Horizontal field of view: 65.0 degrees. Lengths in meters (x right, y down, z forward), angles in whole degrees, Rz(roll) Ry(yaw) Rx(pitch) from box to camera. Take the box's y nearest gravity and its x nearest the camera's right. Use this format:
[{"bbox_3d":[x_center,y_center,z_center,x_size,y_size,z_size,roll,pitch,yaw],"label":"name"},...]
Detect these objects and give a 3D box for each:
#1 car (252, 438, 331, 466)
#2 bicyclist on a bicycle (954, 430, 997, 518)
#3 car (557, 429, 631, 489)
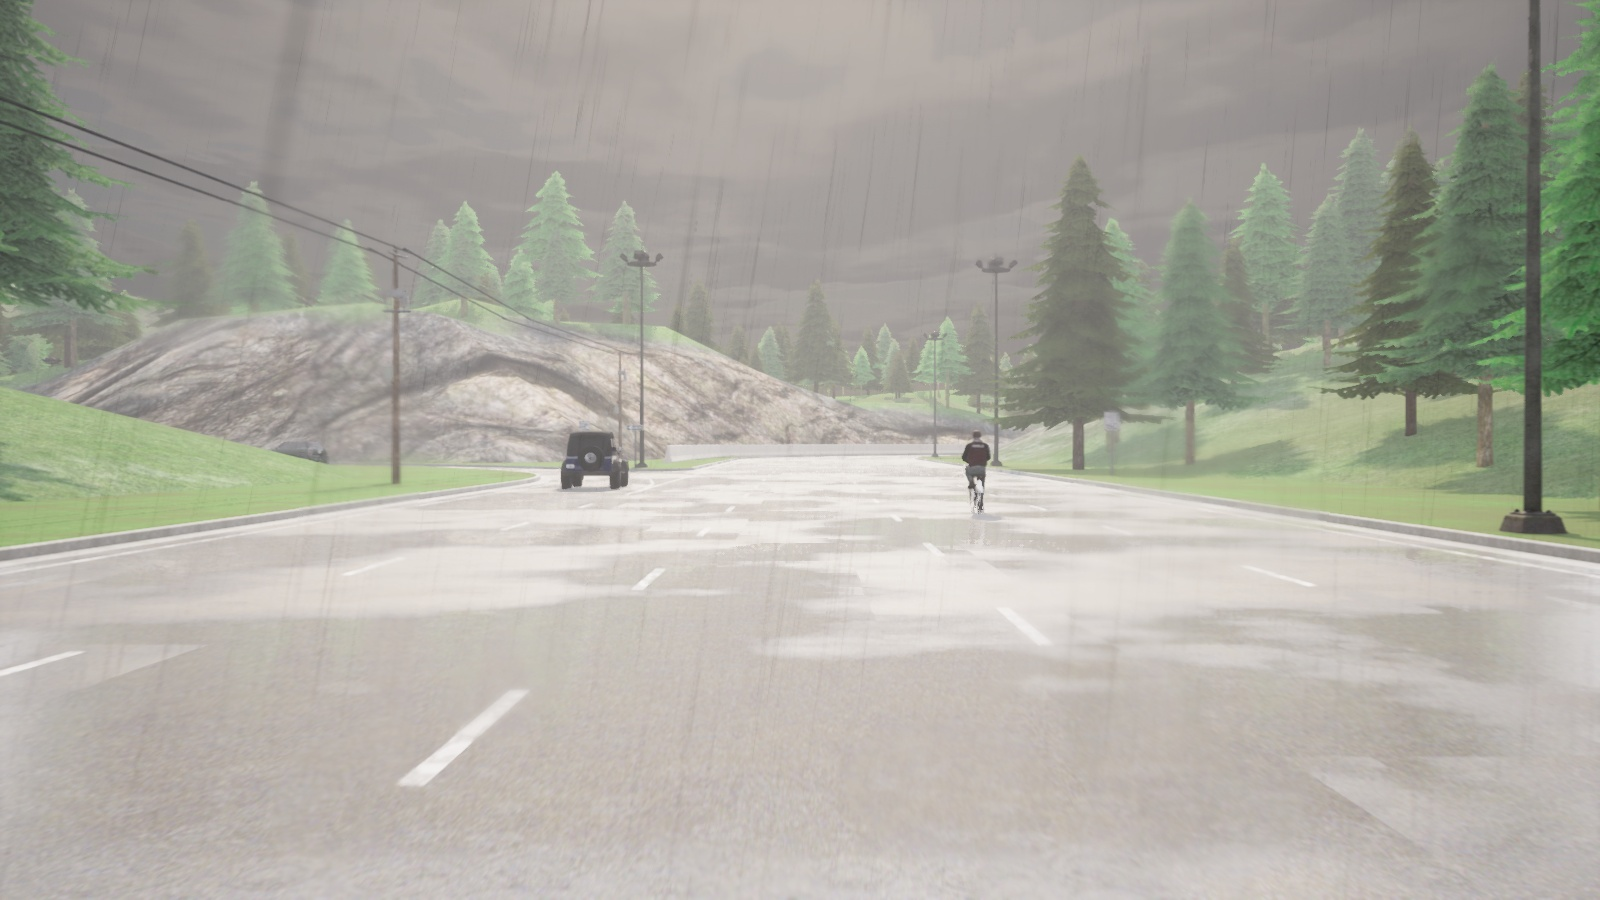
[{"bbox_3d":[-33.143,0.117,81.880,4.553,1.767,2.097,0,0,19],"label":"car"},{"bbox_3d":[3.665,0.471,26.326,0.659,1.776,1.843,0,1,0],"label":"bicyclist on a bicycle"},{"bbox_3d":[-6.808,0.298,41.795,1.905,1.878,3.866,0,0,-1],"label":"car"}]
